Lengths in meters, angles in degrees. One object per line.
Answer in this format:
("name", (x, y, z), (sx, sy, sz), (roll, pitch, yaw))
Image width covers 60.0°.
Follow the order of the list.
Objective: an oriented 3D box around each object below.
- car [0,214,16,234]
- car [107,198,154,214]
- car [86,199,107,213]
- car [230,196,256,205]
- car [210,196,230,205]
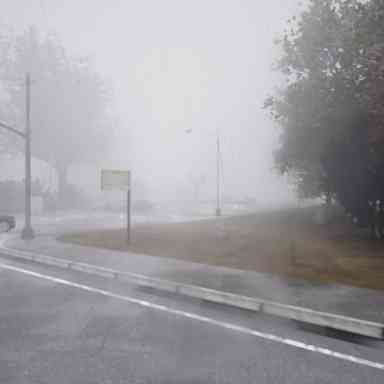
("car", (-11.777, 1.461, 17.110), (1.882, 1.535, 5.008), (0, 0, 39))
("car", (-6.188, 1.470, 35.466), (1.837, 1.490, 4.892), (0, 0, 38))
("car", (-9.466, 1.490, 36.966), (1.812, 1.442, 4.674), (0, 0, 38))
("car", (8.833, 1.402, 55.078), (2.033, 1.411, 5.357), (0, 0, 35))
("car", (4.936, 1.355, 55.686), (2.128, 1.511, 4.902), (0, 0, 36))
